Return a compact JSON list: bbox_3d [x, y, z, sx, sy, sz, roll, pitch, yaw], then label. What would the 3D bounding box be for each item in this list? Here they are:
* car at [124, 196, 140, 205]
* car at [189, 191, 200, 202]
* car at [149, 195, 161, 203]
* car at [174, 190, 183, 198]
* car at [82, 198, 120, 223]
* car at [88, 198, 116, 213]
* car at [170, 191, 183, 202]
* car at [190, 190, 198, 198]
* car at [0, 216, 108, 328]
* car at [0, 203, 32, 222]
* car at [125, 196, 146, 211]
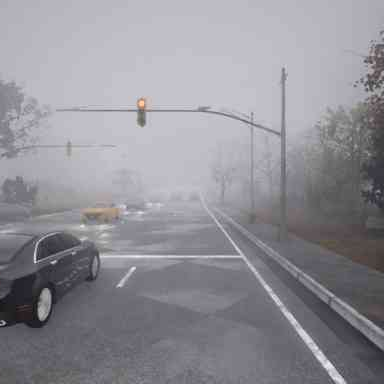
[{"bbox_3d":[-10.237,1.428,57.297,1.895,1.301,4.718,0,2,1],"label":"car"},{"bbox_3d":[0.492,1.004,63.880,2.128,1.511,4.902,0,3,0],"label":"car"},{"bbox_3d":[-6.702,1.223,60.270,1.812,1.442,4.674,0,3,1],"label":"car"},{"bbox_3d":[-3.032,0.445,74.460,1.882,1.535,5.008,0,3,0],"label":"car"},{"bbox_3d":[-6.970,1.477,25.841,1.882,1.535,5.008,0,0,0],"label":"car"},{"bbox_3d":[-10.381,1.478,38.656,1.882,1.535,5.008,0,0,0],"label":"car"},{"bbox_3d":[-3.007,0.839,64.409,2.097,1.767,4.553,0,3,0],"label":"car"},{"bbox_3d":[0.462,0.455,74.247,1.882,1.535,5.008,0,3,0],"label":"car"},{"bbox_3d":[-3.374,1.505,6.997,1.837,1.490,4.892,0,0,0],"label":"car"},{"bbox_3d":[-13.758,1.525,23.238,1.812,1.442,4.674,1,1,43],"label":"car"},{"bbox_3d":[-6.867,1.478,40.873,1.882,1.535,5.008,0,0,0],"label":"car"}]
